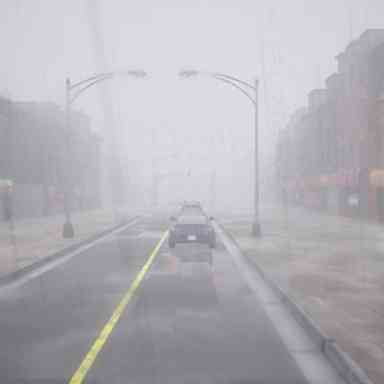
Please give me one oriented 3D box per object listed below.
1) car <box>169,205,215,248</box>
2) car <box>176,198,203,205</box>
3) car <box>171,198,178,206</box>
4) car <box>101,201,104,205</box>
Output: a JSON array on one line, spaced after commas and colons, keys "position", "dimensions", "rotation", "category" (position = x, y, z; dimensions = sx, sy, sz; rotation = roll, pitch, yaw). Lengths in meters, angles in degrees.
[{"position": [0.000, 1.531, 14.651], "dimensions": [1.812, 1.442, 4.674], "rotation": [0, 0, 0], "category": "car"}, {"position": [0.000, 1.500, 29.652], "dimensions": [2.128, 1.511, 4.902], "rotation": [0, 0, 0], "category": "car"}, {"position": [-2.750, 1.778, 59.356], "dimensions": [1.812, 1.442, 4.674], "rotation": [0, -1, 0], "category": "car"}, {"position": [-20.376, 2.308, 68.341], "dimensions": [4.403, 1.369, 2.008], "rotation": [-1, 2, 0], "category": "car"}]
